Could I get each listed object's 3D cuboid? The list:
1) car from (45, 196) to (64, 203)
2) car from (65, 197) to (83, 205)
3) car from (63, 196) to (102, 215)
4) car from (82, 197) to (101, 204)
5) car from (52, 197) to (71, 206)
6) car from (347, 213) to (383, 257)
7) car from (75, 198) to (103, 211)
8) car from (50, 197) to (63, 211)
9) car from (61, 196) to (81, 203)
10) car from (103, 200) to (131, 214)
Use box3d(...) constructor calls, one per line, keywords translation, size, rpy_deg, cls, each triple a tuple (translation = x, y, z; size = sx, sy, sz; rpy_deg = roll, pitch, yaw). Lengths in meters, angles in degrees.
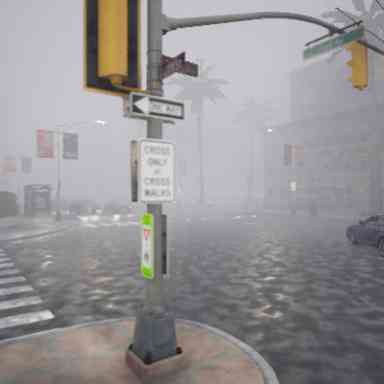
box3d(translation=(-28.759, 1.601, 69.586), size=(4.718, 1.301, 1.895), rpy_deg=(0, 0, 43), cls="car")
box3d(translation=(-22.082, 1.608, 62.204), size=(1.812, 1.442, 4.674), rpy_deg=(0, 0, -39), cls="car")
box3d(translation=(-11.502, 1.537, 34.774), size=(2.128, 1.511, 4.902), rpy_deg=(0, 0, -35), cls="car")
box3d(translation=(-19.449, 1.685, 64.523), size=(1.895, 1.301, 4.718), rpy_deg=(0, 0, -39), cls="car")
box3d(translation=(-22.191, 1.553, 56.273), size=(1.882, 1.535, 5.008), rpy_deg=(0, 0, -35), cls="car")
box3d(translation=(7.584, 1.536, 12.677), size=(1.812, 1.442, 4.674), rpy_deg=(0, 0, 5), cls="car")
box3d(translation=(-13.689, 1.604, 44.077), size=(2.033, 1.411, 5.357), rpy_deg=(0, 0, -35), cls="car")
box3d(translation=(-16.758, 1.409, 42.355), size=(2.097, 1.767, 4.553), rpy_deg=(0, 0, -35), cls="car")
box3d(translation=(-26.281, 1.543, 72.058), size=(5.357, 1.411, 2.033), rpy_deg=(0, 0, 43), cls="car")
box3d(translation=(-8.241, 1.572, 36.224), size=(1.812, 1.442, 4.674), rpy_deg=(0, 0, -35), cls="car")
